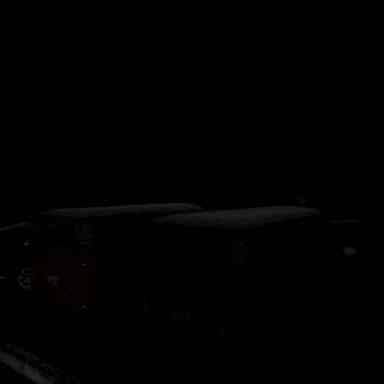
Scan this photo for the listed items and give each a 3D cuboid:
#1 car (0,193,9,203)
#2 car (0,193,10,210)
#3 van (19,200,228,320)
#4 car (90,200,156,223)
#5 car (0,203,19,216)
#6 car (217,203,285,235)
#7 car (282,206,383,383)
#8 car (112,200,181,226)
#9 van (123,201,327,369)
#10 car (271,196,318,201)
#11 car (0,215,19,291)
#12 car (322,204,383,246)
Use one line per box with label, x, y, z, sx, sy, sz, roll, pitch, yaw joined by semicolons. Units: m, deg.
car;-10.380;1.221;13.909;2.435;2.045;5.566;0;0;35
car;-25.934;1.173;41.030;2.435;2.045;5.566;0;0;35
van;-1.159;1.266;7.526;1.878;1.987;4.442;0;0;35
car;-5.364;1.469;26.434;2.231;1.521;4.892;0;0;35
car;-5.777;1.357;10.707;2.185;1.767;4.553;0;0;35
car;3.664;1.517;19.968;2.163;1.488;4.792;0;0;35
car;3.326;1.250;4.157;2.435;2.045;5.566;0;0;35
car;-3.212;1.470;24.669;1.946;1.575;5.366;0;0;35
van;1.125;1.271;5.900;1.878;1.987;4.442;0;0;35
car;5.959;1.240;18.406;2.435;2.045;5.566;0;0;35
car;-3.515;1.488;9.051;2.231;1.521;4.892;0;0;35
car;8.312;1.493;16.925;1.946;1.575;5.366;0;0;35
